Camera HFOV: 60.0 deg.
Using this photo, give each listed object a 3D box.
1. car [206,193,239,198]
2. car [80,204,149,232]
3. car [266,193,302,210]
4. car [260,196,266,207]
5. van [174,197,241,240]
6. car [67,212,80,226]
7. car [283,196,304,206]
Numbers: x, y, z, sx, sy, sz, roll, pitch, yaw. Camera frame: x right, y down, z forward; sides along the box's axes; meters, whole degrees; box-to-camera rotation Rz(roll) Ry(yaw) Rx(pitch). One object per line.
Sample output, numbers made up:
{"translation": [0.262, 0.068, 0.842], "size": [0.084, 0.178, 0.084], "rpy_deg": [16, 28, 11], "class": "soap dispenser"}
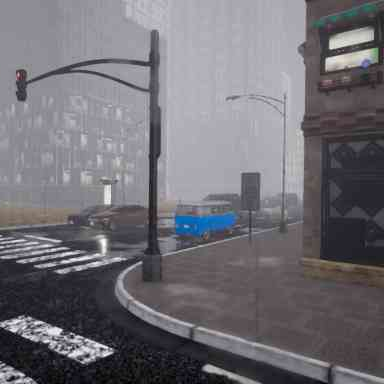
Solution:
{"translation": [2.306, 1.140, 29.143], "size": [2.150, 2.045, 5.566], "rpy_deg": [1, 1, 36], "class": "car"}
{"translation": [-4.091, 1.466, 20.149], "size": [1.812, 1.442, 4.674], "rpy_deg": [1, 1, 37], "class": "car"}
{"translation": [11.932, 1.115, 42.635], "size": [2.150, 2.045, 5.566], "rpy_deg": [1, 1, 36], "class": "car"}
{"translation": [9.989, 1.293, 44.443], "size": [1.967, 1.590, 4.097], "rpy_deg": [1, 1, 35], "class": "car"}
{"translation": [0.801, 1.368, 17.037], "size": [1.690, 1.788, 3.998], "rpy_deg": [1, 1, 35], "class": "van"}
{"translation": [-6.033, 1.467, 21.893], "size": [1.947, 1.339, 4.313], "rpy_deg": [1, 1, 35], "class": "car"}
{"translation": [16.299, 1.363, 53.326], "size": [1.752, 1.417, 4.829], "rpy_deg": [1, 1, 35], "class": "car"}
